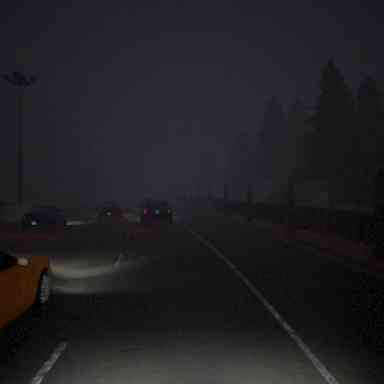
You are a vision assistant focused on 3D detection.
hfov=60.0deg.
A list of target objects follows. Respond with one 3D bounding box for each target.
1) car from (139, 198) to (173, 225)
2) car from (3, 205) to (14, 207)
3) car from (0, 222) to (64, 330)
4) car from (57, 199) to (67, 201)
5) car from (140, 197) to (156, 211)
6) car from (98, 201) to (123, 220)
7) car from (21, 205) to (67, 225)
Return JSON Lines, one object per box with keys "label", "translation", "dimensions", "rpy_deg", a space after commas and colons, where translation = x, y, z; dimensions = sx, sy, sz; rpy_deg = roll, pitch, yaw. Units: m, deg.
{"label": "car", "translation": [-2.608, 1.337, 23.914], "dimensions": [2.097, 1.767, 4.553], "rpy_deg": [0, 0, -9]}
{"label": "car", "translation": [-18.181, 1.540, 31.176], "dimensions": [1.812, 1.442, 4.674], "rpy_deg": [0, 0, -9]}
{"label": "car", "translation": [-3.715, 1.482, 4.842], "dimensions": [1.882, 1.535, 5.008], "rpy_deg": [0, 0, -3]}
{"label": "car", "translation": [-28.547, 1.478, 72.248], "dimensions": [1.882, 1.535, 5.008], "rpy_deg": [0, 0, -10]}
{"label": "car", "translation": [-5.545, 1.453, 41.626], "dimensions": [1.882, 1.535, 5.008], "rpy_deg": [0, 0, -10]}
{"label": "car", "translation": [-6.883, 1.516, 28.346], "dimensions": [1.812, 1.442, 4.674], "rpy_deg": [0, 0, -10]}
{"label": "car", "translation": [-9.179, 1.528, 20.791], "dimensions": [1.812, 1.442, 4.674], "rpy_deg": [0, 0, -9]}
